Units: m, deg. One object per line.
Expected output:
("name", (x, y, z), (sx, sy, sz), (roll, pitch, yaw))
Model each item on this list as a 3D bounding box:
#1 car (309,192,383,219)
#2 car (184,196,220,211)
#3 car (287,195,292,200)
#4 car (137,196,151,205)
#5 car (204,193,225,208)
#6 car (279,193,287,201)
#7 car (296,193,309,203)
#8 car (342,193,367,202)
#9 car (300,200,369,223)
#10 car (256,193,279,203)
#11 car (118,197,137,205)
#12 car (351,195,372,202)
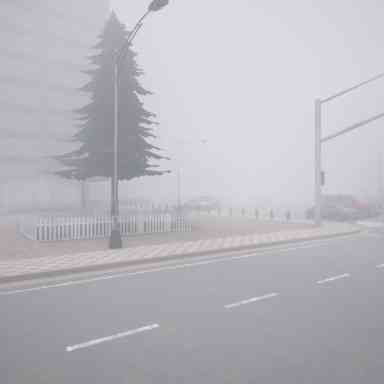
("car", (13.423, 1.221, 28.753), (2.150, 2.045, 5.566), (0, 0, -38))
("car", (0.825, 1.526, 40.132), (1.812, 1.442, 4.674), (0, 0, -36))
("car", (22.243, 1.153, 81.796), (1.932, 1.855, 4.605), (0, 0, -36))
("car", (-9.136, 1.498, 60.157), (1.882, 1.535, 5.008), (0, 0, -36))
("car", (1.851, 1.352, 44.684), (2.097, 1.767, 4.553), (0, 0, -36))
("car", (20.086, 1.364, 80.198), (1.784, 1.438, 3.905), (0, 0, -36))
("car", (21.792, 1.395, 62.872), (1.970, 1.475, 3.806), (0, 0, -36))
("car", (35.502, 1.153, 72.750), (1.932, 1.855, 4.605), (0, 0, -36))
("car", (10.985, 1.564, 25.961), (1.994, 1.385, 4.181), (0, 0, -36))
("car", (17.728, 1.395, 78.519), (1.970, 1.475, 3.806), (0, 0, -36))
("car", (-11.773, 1.566, 57.820), (1.994, 1.385, 4.181), (0, 0, -35))
("car", (37.899, 1.364, 74.378), (1.784, 1.438, 3.905), (0, 0, -36))
